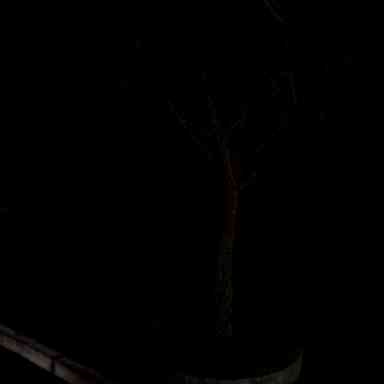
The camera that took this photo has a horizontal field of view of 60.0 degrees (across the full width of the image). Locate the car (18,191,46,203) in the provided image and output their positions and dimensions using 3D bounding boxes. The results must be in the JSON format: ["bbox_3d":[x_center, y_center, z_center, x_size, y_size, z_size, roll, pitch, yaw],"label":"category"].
[{"bbox_3d":[-20.051,0.922,40.744,2.150,2.045,5.566,1,0,32],"label":"car"}]
